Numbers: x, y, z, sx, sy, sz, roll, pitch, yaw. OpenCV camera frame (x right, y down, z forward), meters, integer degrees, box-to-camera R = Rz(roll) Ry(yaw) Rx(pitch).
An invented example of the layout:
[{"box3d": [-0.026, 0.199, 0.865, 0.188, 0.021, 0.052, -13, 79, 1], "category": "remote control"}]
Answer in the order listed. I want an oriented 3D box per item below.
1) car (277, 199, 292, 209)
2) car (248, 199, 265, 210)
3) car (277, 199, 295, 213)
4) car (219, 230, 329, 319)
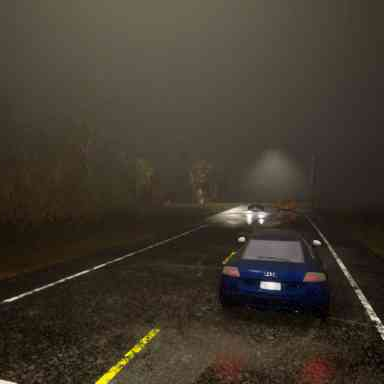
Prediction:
[{"box3d": [13.075, 1.628, 47.363, 1.895, 1.301, 4.718, 0, 0, 13], "category": "car"}, {"box3d": [8.210, 1.616, 42.349, 1.895, 1.301, 4.718, 0, 0, 14], "category": "car"}, {"box3d": [10.630, 1.486, 37.604, 1.882, 1.535, 5.008, 0, 0, 15], "category": "car"}, {"box3d": [1.938, 1.563, 7.569, 1.994, 1.385, 4.181, 0, 0, 17], "category": "car"}]
